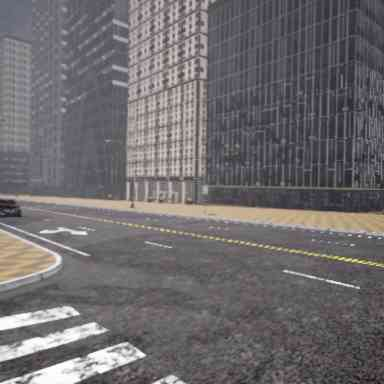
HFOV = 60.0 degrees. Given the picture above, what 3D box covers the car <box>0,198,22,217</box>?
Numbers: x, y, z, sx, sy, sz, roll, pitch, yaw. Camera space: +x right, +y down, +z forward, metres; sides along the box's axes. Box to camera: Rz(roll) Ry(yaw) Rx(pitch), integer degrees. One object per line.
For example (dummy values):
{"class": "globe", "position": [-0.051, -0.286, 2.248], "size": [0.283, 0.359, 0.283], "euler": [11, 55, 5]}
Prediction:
{"class": "car", "position": [-16.186, 1.328, 28.811], "size": [1.837, 1.490, 4.892], "euler": [0, 0, -41]}
